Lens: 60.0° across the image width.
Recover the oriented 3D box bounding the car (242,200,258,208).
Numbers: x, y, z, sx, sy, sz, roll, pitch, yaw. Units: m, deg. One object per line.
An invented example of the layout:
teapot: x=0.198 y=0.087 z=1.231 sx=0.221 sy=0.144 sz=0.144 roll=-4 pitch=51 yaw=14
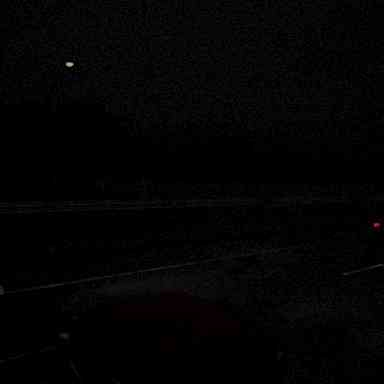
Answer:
car: x=7.661 y=1.425 z=34.829 sx=5.357 sy=1.411 sz=2.033 roll=0 pitch=0 yaw=-34

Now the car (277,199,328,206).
car: x=9.765 y=1.366 z=27.789 sx=5.008 sy=1.535 sz=1.882 roll=0 pitch=0 yaw=-34

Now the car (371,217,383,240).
car: x=10.310 y=1.462 z=15.202 sx=5.357 sy=1.411 sz=2.033 roll=0 pitch=0 yaw=-35

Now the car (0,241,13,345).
car: x=-5.143 y=1.611 z=4.370 sx=4.718 sy=1.301 sz=1.895 roll=0 pitch=0 yaw=-36

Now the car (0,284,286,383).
car: x=-1.397 y=1.598 z=2.741 sx=4.718 sy=1.301 sz=1.895 roll=0 pitch=0 yaw=-35

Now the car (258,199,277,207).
car: x=8.813 y=1.484 z=31.377 sx=4.718 sy=1.301 sz=1.895 roll=0 pitch=0 yaw=-34
